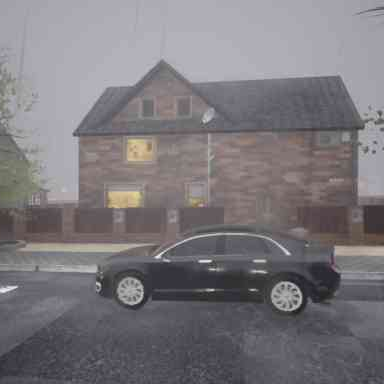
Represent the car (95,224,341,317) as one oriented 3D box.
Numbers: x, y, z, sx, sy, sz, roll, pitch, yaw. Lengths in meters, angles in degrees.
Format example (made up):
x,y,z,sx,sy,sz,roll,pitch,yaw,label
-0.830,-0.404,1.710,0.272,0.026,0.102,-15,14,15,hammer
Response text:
x,y,z,sx,sy,sz,roll,pitch,yaw,label
0.438,1.464,6.932,4.892,1.490,1.837,-1,0,10,car
